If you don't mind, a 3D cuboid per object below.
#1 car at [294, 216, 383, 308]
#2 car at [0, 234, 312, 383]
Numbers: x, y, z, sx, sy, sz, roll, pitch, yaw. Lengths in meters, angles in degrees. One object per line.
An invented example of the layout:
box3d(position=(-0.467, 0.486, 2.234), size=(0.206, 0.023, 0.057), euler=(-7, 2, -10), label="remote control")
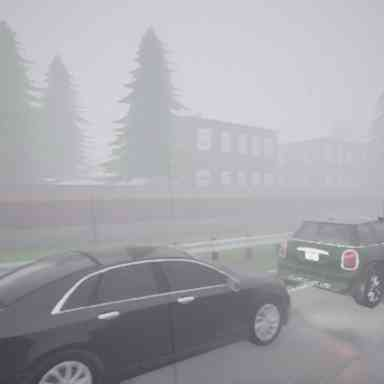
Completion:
box3d(position=(4.238, 1.369, 8.210), size=(4.553, 1.767, 2.097), euler=(0, 0, -36), label="car")
box3d(position=(-0.611, 1.516, 4.727), size=(4.892, 1.490, 1.837), euler=(0, 0, -36), label="car")
